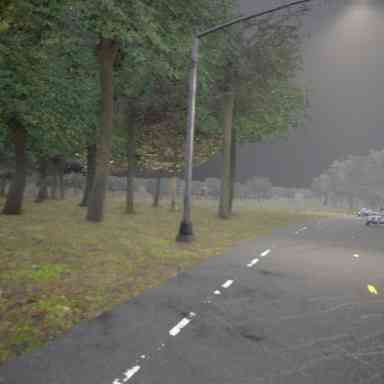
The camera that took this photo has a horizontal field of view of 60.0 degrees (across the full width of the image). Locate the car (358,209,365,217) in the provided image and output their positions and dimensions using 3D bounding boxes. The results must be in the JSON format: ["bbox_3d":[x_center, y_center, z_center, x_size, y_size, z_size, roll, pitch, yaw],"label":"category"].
[{"bbox_3d":[30.573,3.684,58.590,1.882,1.535,5.008,3,-1,37],"label":"car"}]

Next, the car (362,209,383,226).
[{"bbox_3d":[19.616,2.884,35.287,2.033,1.411,5.357,3,-1,30],"label":"car"}]
